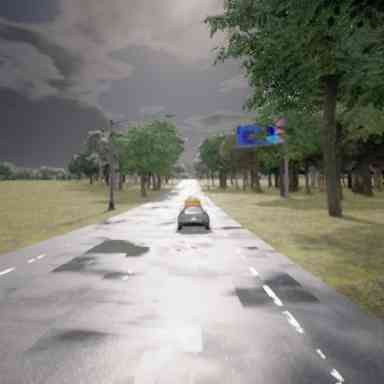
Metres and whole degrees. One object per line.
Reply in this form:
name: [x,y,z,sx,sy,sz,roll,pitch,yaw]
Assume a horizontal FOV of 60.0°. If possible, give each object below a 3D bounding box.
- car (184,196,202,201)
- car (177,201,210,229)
car: [0.096,1.222,39.079,1.882,1.535,5.008,0,1,0]
car: [0.097,1.538,21.396,1.994,1.385,4.181,0,0,0]
